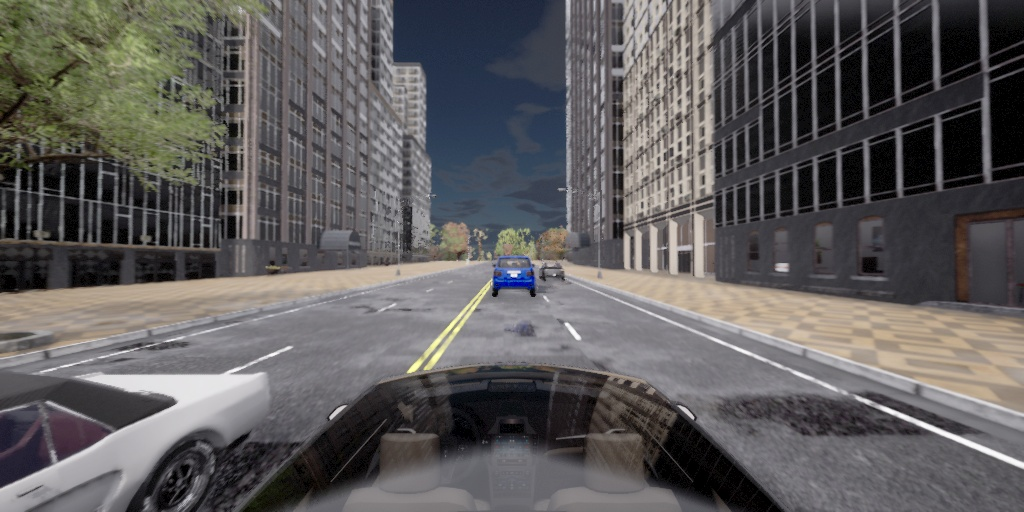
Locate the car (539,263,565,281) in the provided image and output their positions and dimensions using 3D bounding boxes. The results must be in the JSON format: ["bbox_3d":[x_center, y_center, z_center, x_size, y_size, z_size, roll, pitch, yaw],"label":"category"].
[{"bbox_3d":[3.345,1.299,30.729,2.128,1.511,4.902,0,0,0],"label":"car"}]

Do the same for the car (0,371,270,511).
[{"bbox_3d":[-3.331,1.350,1.294,1.895,1.301,4.718,0,0,0],"label":"car"}]

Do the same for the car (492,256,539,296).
[{"bbox_3d":[0.098,1.007,19.667,2.150,2.045,5.566,0,0,0],"label":"car"}]
